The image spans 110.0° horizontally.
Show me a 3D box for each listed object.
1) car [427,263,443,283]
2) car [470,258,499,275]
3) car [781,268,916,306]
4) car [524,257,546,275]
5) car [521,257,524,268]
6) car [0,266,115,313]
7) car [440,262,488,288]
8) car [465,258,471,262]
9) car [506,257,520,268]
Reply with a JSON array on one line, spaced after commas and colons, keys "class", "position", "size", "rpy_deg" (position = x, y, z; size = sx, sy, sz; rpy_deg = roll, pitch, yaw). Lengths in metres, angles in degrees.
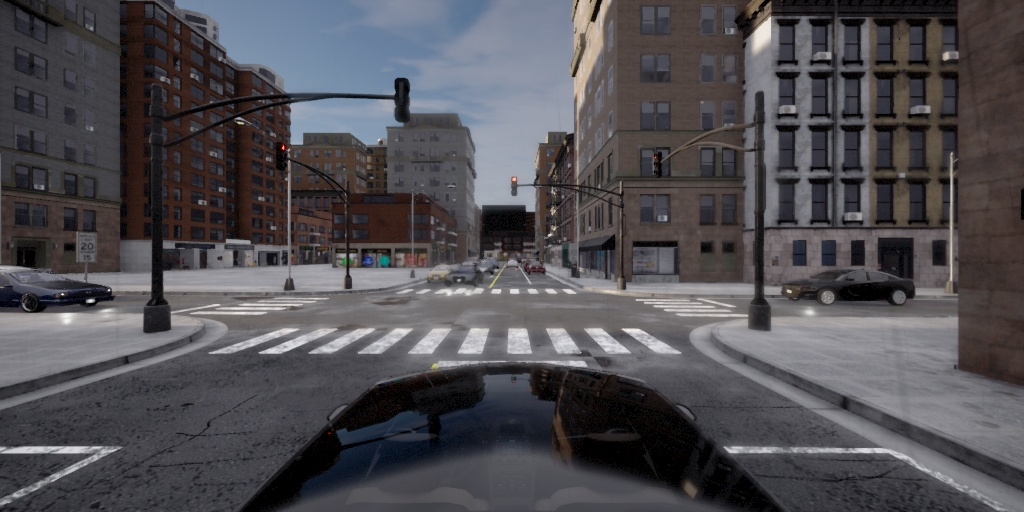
[{"class": "car", "position": [-5.405, 1.276, 27.928], "size": [1.751, 1.417, 4.829], "rpy_deg": [0, 0, 0]}, {"class": "car", "position": [-2.871, 1.244, 38.439], "size": [2.128, 1.511, 4.902], "rpy_deg": [0, 0, 0]}, {"class": "car", "position": [14.763, 1.310, 15.905], "size": [5.008, 1.535, 1.882], "rpy_deg": [0, 0, -1]}, {"class": "car", "position": [2.613, 1.191, 39.427], "size": [1.967, 1.591, 4.097], "rpy_deg": [0, 0, 0]}, {"class": "car", "position": [2.609, 1.066, 45.089], "size": [2.192, 1.841, 5.009], "rpy_deg": [0, 0, 0]}, {"class": "car", "position": [-17.810, 1.216, 12.894], "size": [5.357, 1.411, 2.033], "rpy_deg": [0, 0, 0]}, {"class": "car", "position": [-3.086, 1.314, 23.999], "size": [1.994, 1.385, 4.181], "rpy_deg": [0, 0, 5]}, {"class": "car", "position": [-5.416, 1.302, 45.084], "size": [2.007, 1.370, 4.403], "rpy_deg": [0, 0, 0]}, {"class": "car", "position": [0.064, 1.279, 61.888], "size": [1.812, 1.442, 4.674], "rpy_deg": [0, 0, 0]}]
